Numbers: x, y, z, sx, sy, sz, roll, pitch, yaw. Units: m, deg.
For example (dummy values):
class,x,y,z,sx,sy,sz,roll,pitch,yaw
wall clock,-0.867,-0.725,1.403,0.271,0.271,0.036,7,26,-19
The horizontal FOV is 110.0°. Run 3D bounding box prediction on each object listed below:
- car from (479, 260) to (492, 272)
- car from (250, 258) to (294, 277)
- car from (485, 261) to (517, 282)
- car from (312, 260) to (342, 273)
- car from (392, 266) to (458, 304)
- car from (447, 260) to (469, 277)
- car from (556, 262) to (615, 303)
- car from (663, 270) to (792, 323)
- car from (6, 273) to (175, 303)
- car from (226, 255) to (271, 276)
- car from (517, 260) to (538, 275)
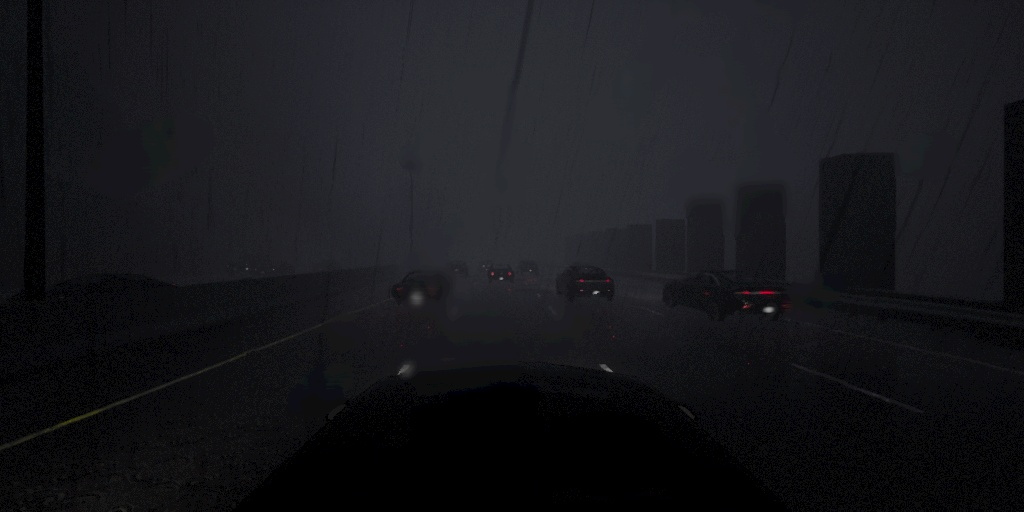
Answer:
class,x,y,z,sx,sy,sz,roll,pitch,yaw
car,-3.038,1.217,43.745,2.033,1.411,5.357,0,0,-9
car,-23.133,1.213,35.173,1.812,1.442,4.674,0,0,-8
car,-0.960,1.301,27.832,1.895,1.301,4.718,0,0,-5
car,-20.229,1.171,39.399,2.128,1.511,4.902,0,0,-9
car,-3.760,1.324,16.095,1.895,1.301,4.718,0,0,-2
car,-5.267,1.165,34.946,1.882,1.535,5.008,0,0,-7
car,3.222,1.213,16.516,2.128,1.511,4.902,0,0,-2
car,6.852,1.221,12.075,2.128,1.511,4.902,0,0,-1
car,-14.381,1.294,12.636,1.994,1.385,4.181,0,0,-2
car,-26.942,0.905,37.172,2.150,2.045,5.566,0,0,-9
car,1.487,1.184,37.232,1.837,1.490,4.892,0,-1,-7
